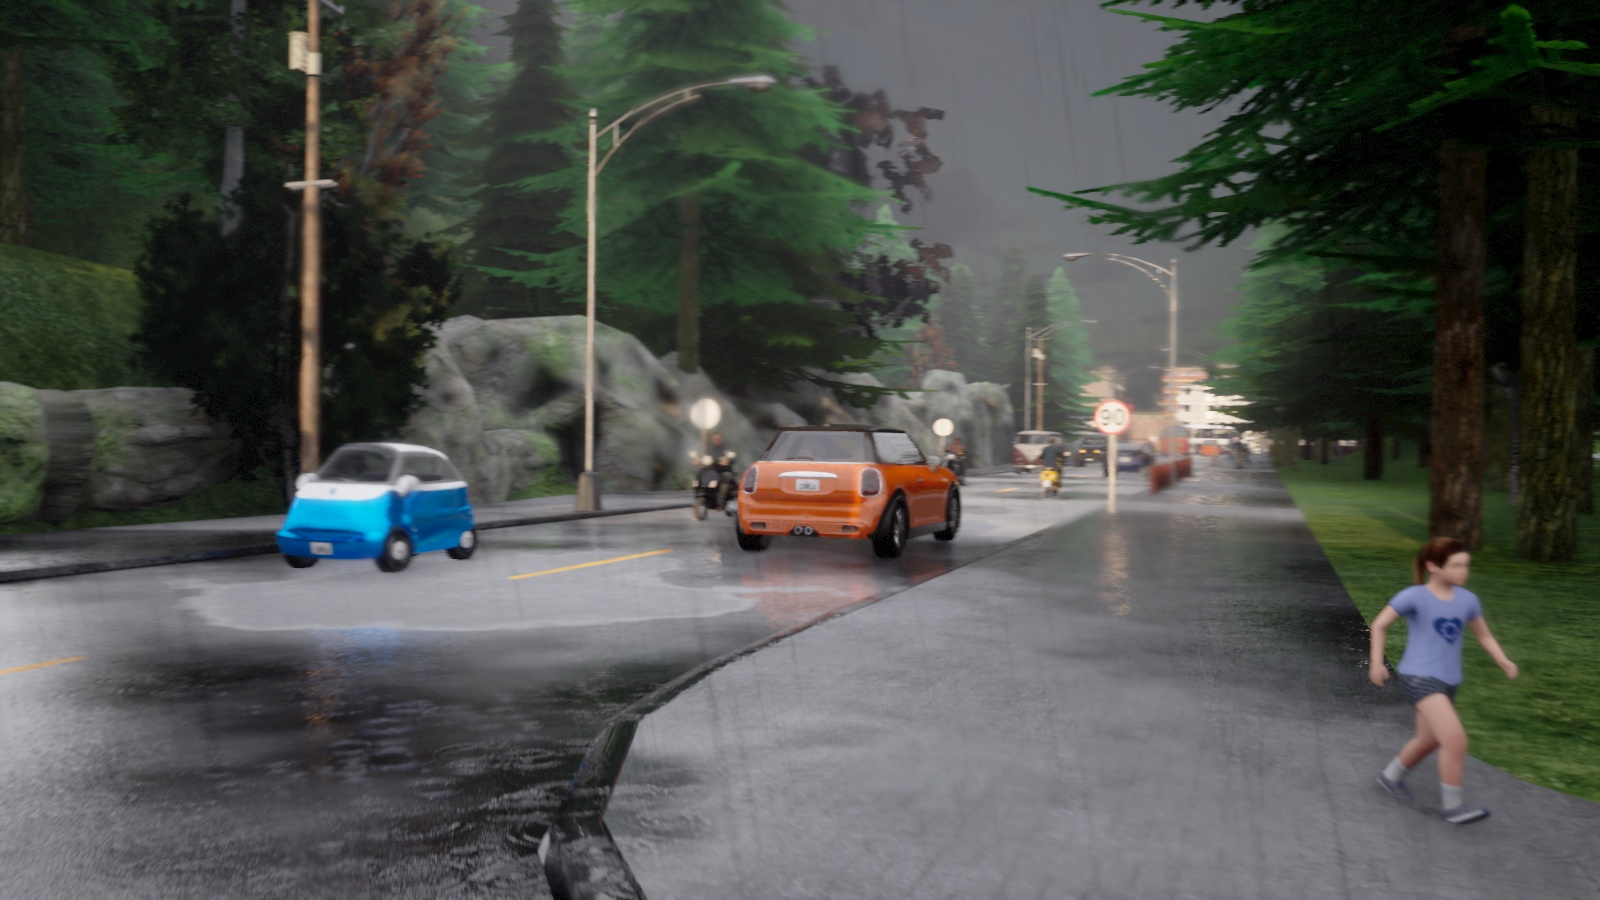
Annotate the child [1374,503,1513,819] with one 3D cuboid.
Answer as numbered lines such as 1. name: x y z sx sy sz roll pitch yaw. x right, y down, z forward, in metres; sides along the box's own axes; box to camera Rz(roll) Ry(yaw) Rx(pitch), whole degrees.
1. child: 2.422 0.768 4.742 0.255 1.110 0.394 -1 1 -22

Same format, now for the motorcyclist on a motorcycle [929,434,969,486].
1. motorcyclist on a motorcycle: 4.847 0.299 40.609 0.766 1.649 2.350 0 1 20

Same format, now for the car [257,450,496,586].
1. car: -4.659 0.688 14.049 1.481 1.376 2.207 0 0 20

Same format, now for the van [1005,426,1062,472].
1. van: 10.530 -0.069 56.421 1.775 1.987 4.442 0 1 20

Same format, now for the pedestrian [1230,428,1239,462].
1. pedestrian: 23.827 -0.290 68.863 0.402 1.842 0.726 0 1 27

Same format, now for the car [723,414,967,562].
1. car: 0.802 0.433 17.460 2.097 1.767 4.553 0 1 20

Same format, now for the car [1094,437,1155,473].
1. car: 14.216 0.174 54.850 2.163 1.488 4.792 0 1 20

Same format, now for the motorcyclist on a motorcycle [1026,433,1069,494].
1. motorcyclist on a motorcycle: 6.696 0.352 33.903 0.866 1.590 1.817 0 0 20

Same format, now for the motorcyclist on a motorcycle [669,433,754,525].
1. motorcyclist on a motorcycle: -1.574 0.495 22.670 0.866 1.590 1.817 0 1 20

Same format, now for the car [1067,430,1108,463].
1. car: 17.066 -0.217 74.435 1.905 1.878 3.866 0 0 20
